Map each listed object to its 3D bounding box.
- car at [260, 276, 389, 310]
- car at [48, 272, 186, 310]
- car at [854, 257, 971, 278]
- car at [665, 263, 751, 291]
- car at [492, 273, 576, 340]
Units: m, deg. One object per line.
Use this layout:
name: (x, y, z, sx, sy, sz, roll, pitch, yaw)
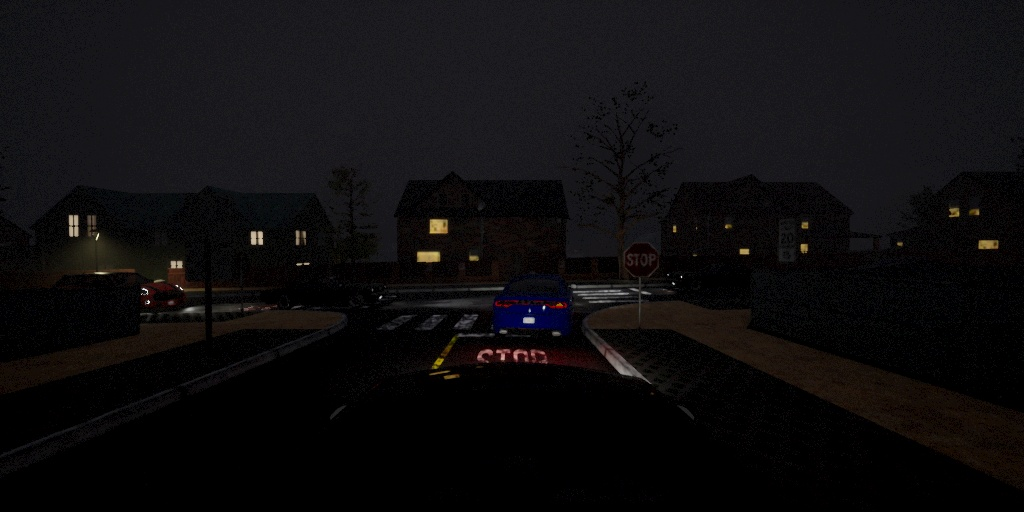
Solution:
car: (-7.823, 1.506, 15.314, 4.718, 1.301, 1.895, -1, 1, 0)
car: (-16.811, 1.471, 15.298, 4.553, 1.767, 2.097, -1, 1, 0)
car: (20.042, 0.753, 18.300, 5.357, 1.411, 2.033, -1, 1, 0)
car: (10.396, 1.034, 18.256, 4.718, 1.301, 1.895, -1, 1, -1)
car: (0.779, 1.226, 10.113, 1.882, 1.535, 5.008, 0, 0, 10)
